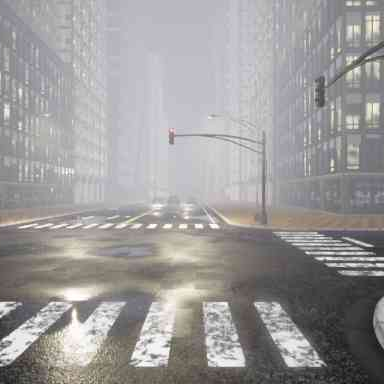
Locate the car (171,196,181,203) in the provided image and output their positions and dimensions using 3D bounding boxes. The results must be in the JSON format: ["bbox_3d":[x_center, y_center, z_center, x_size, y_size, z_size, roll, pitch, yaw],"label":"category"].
[{"bbox_3d":[-3.271,1.565,70.162,1.895,1.301,4.718,0,0,0],"label":"car"}]

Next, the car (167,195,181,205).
[{"bbox_3d":[-3.268,1.453,60.101,2.097,1.767,4.553,0,0,0],"label":"car"}]

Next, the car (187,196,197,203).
[{"bbox_3d":[-0.021,1.541,70.549,1.994,1.385,4.181,0,0,0],"label":"car"}]

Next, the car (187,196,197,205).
[{"bbox_3d":[-0.018,1.703,60.577,1.895,1.301,4.718,0,0,0],"label":"car"}]

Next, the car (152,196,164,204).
[{"bbox_3d":[-6.519,1.608,64.298,2.128,1.511,4.902,0,0,0],"label":"car"}]
